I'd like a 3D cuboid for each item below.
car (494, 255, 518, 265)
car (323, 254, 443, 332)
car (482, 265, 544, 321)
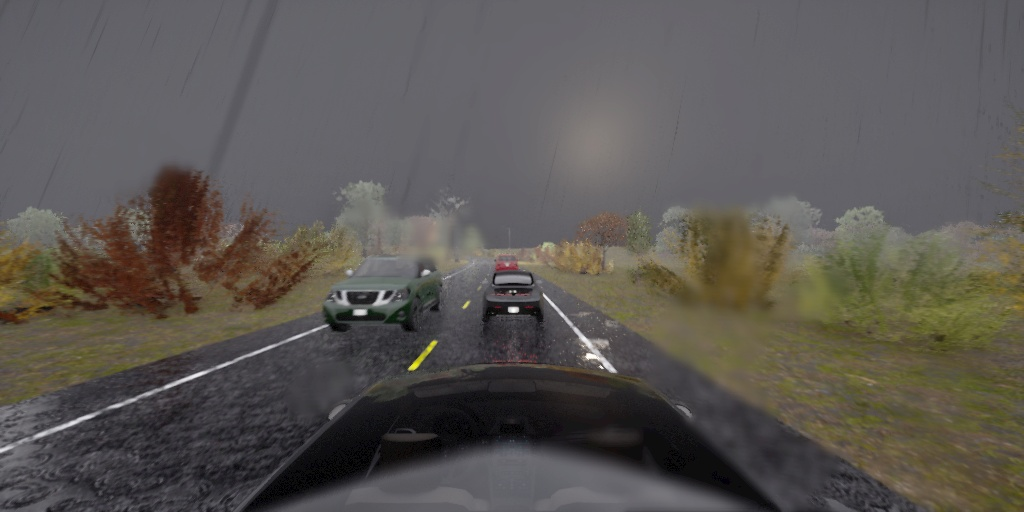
[{"bbox_3d":[-0.545,0.889,34.985,2.150,2.045,5.566,0,0,-3],"label":"car"},{"bbox_3d":[-3.576,0.956,11.132,2.150,2.045,5.566,0,0,-1],"label":"car"},{"bbox_3d":[0.016,1.234,12.332,1.837,1.490,4.892,0,0,-1],"label":"car"}]
